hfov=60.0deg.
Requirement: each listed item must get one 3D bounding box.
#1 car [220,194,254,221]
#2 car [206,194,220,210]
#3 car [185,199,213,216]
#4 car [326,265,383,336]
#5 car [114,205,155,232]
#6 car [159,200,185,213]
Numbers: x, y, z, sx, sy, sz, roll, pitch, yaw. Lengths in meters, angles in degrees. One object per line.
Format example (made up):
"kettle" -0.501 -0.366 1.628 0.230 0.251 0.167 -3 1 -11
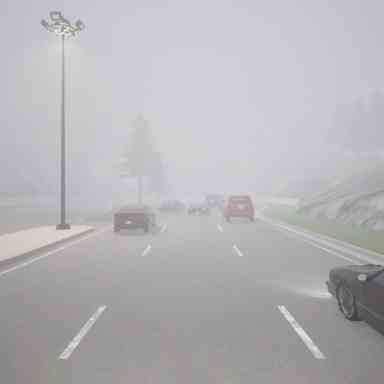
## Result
"car" 3.736 1.256 27.340 2.150 2.045 5.566 0 0 2
"car" 3.208 1.274 43.781 2.150 2.045 5.566 0 0 16
"car" 0.794 1.641 33.695 1.895 1.301 4.718 0 0 7
"car" 3.601 1.552 4.200 2.033 1.411 5.357 0 0 0
"car" -3.393 1.502 20.311 1.882 1.535 5.008 0 0 0
"car" -2.125 1.592 37.399 2.033 1.411 5.357 0 0 13
